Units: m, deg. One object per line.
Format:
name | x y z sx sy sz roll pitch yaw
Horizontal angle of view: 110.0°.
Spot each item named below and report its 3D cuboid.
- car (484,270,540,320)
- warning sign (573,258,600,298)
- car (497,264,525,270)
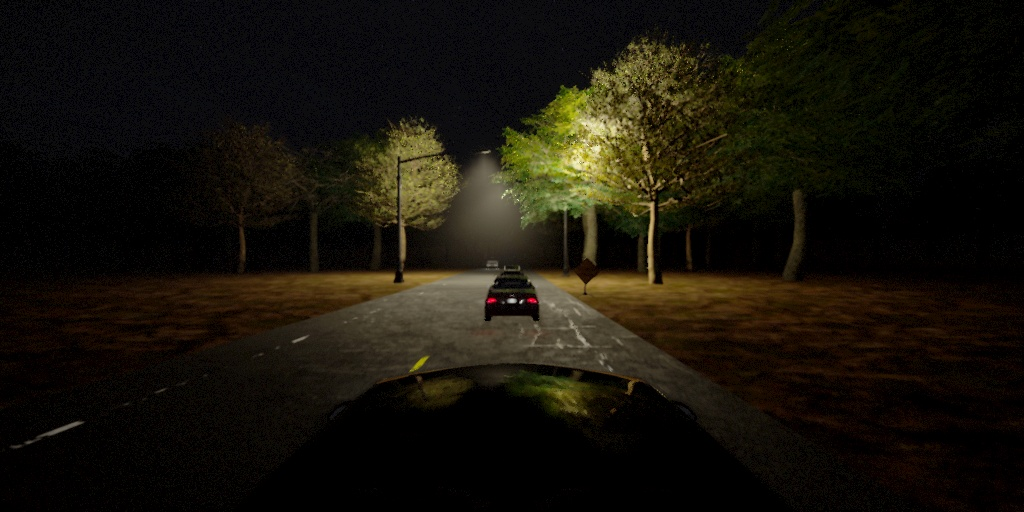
car | 0.011 1.407 13.171 2.033 1.411 5.357 0 0 0
warning sign | 3.548 1.014 17.481 1.300 1.860 1.060 0 0 0
car | 0.021 1.486 29.232 1.837 1.490 4.892 0 0 1
